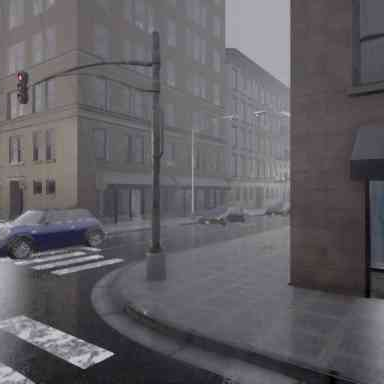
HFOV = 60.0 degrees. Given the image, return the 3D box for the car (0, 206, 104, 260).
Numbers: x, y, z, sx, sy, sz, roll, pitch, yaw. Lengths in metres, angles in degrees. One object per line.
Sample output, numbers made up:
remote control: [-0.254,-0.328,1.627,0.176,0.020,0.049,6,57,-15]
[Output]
car: [-5.714,1.398,12.829,2.097,1.767,4.553,0,0,35]

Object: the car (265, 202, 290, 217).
car: [9.243,1.736,33.849,2.033,1.411,5.357,0,0,36]

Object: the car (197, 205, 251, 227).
car: [2.530,1.674,24.425,2.033,1.411,5.357,0,0,35]
